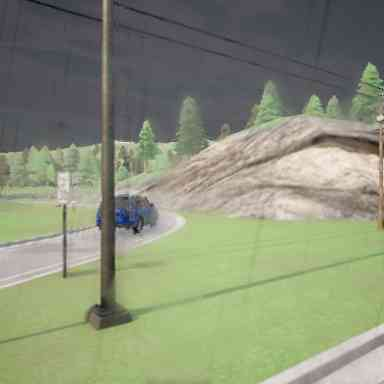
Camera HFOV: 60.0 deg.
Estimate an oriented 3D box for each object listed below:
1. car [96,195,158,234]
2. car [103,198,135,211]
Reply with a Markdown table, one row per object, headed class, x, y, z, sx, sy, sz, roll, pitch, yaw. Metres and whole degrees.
| class | x | y | z | sx | sy | sz | roll | pitch | yaw |
| --- | --- | --- | --- | --- | --- | --- | --- | --- | --- |
| car | -3.561 | 1.209 | 19.268 | 2.150 | 2.045 | 5.566 | 0 | 0 | 9 |
| car | -9.180 | 1.521 | 41.317 | 2.033 | 1.411 | 5.357 | 0 | 0 | -34 |
